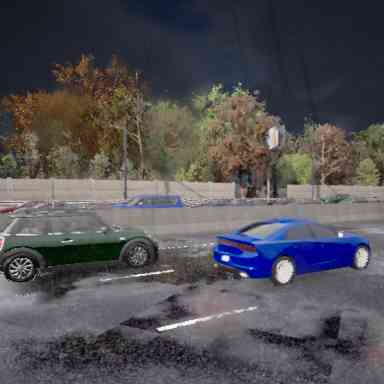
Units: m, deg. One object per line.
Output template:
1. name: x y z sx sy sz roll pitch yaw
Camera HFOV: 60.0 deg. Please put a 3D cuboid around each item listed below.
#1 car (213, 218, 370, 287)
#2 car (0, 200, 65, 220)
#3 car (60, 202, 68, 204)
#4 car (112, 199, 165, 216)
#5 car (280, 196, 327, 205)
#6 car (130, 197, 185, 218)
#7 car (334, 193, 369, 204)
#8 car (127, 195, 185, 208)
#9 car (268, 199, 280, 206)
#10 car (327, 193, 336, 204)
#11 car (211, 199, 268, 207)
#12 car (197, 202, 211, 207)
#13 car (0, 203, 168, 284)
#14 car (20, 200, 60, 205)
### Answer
1. car: 2.944 1.477 9.384 5.008 1.535 1.882 0 0 -30
2. car: -13.629 1.478 28.301 5.008 1.535 1.882 0 0 -30
3. car: -6.800 1.525 24.174 4.674 1.442 1.812 0 0 -31
4. car: -5.260 1.505 33.200 4.892 1.490 1.837 0 0 -30
5. car: 13.436 1.493 40.101 4.902 1.511 2.128 0 0 -30
6. car: -3.153 1.352 30.380 4.553 1.767 2.097 0 0 -30
7. car: 21.952 1.358 45.090 4.553 1.767 2.097 0 0 -30
8. car: -3.099 1.221 22.298 5.566 2.045 2.150 0 0 -30
9. car: 12.052 1.549 43.345 5.357 1.411 2.033 0 0 -30
10. car: 20.974 1.228 48.570 5.566 2.045 2.150 0 0 -30
11. car: 5.035 1.548 35.180 5.357 1.411 2.033 0 0 -31
12. car: 3.174 1.548 38.152 5.357 1.411 2.033 0 0 -30
13. car: -3.287 1.352 9.788 4.553 1.767 2.097 0 0 -30
14. car: -11.135 1.492 25.704 4.902 1.511 2.128 0 0 -30
